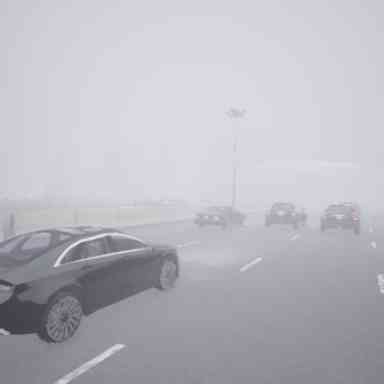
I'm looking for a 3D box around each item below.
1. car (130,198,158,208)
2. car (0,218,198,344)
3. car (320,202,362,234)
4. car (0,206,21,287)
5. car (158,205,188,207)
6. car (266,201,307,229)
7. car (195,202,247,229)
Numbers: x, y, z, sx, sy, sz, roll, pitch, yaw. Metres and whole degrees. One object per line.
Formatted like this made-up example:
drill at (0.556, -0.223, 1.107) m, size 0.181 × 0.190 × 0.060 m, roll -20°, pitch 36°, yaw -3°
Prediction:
car at (-7.165, 1.618, 50.114) m, size 1.994 × 1.385 × 4.181 m, roll 1°, pitch -1°, yaw 28°
car at (-1.989, 1.424, 6.463) m, size 2.128 × 1.511 × 4.902 m, roll 1°, pitch 0°, yaw 27°
car at (9.393, 1.537, 20.852) m, size 2.097 × 1.767 × 4.553 m, roll 1°, pitch 0°, yaw 27°
car at (-6.009, 1.214, 6.297) m, size 2.097 × 1.767 × 4.553 m, roll 1°, pitch 0°, yaw 26°
car at (-2.269, 1.594, 44.378) m, size 1.882 × 1.535 × 5.008 m, roll 1°, pitch -1°, yaw 28°
car at (6.676, 1.490, 23.217) m, size 2.097 × 1.767 × 4.553 m, roll 1°, pitch -1°, yaw 27°
car at (2.001, 1.572, 21.802) m, size 2.033 × 1.411 × 5.357 m, roll 1°, pitch 0°, yaw 27°
